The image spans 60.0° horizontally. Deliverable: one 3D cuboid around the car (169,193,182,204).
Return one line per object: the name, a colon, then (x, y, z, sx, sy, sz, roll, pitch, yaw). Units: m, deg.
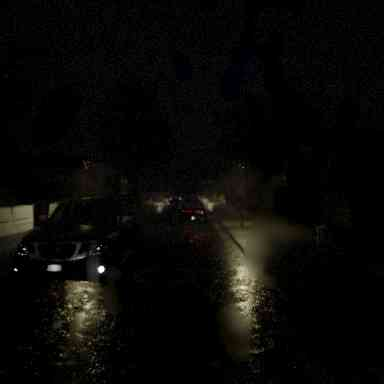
car: (-2.753, 1.111, 57.583, 2.097, 1.767, 4.553, 0, 0, 0)

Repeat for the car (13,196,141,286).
car: (-2.850, 1.182, 9.644, 2.150, 2.045, 5.566, 0, 1, 0)

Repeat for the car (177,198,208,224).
car: (0.078, 1.416, 23.890, 1.837, 1.490, 4.892, 0, 0, 0)
